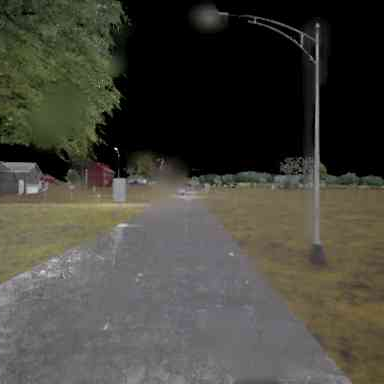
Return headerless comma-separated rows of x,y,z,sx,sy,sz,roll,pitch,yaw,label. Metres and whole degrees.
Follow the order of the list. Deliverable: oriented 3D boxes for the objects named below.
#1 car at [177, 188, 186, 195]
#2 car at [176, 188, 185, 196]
-2.866,-0.248,91.888,2.097,1.767,4.553,0,1,0,car
-2.833,0.197,79.043,1.882,1.535,5.008,0,1,0,car
